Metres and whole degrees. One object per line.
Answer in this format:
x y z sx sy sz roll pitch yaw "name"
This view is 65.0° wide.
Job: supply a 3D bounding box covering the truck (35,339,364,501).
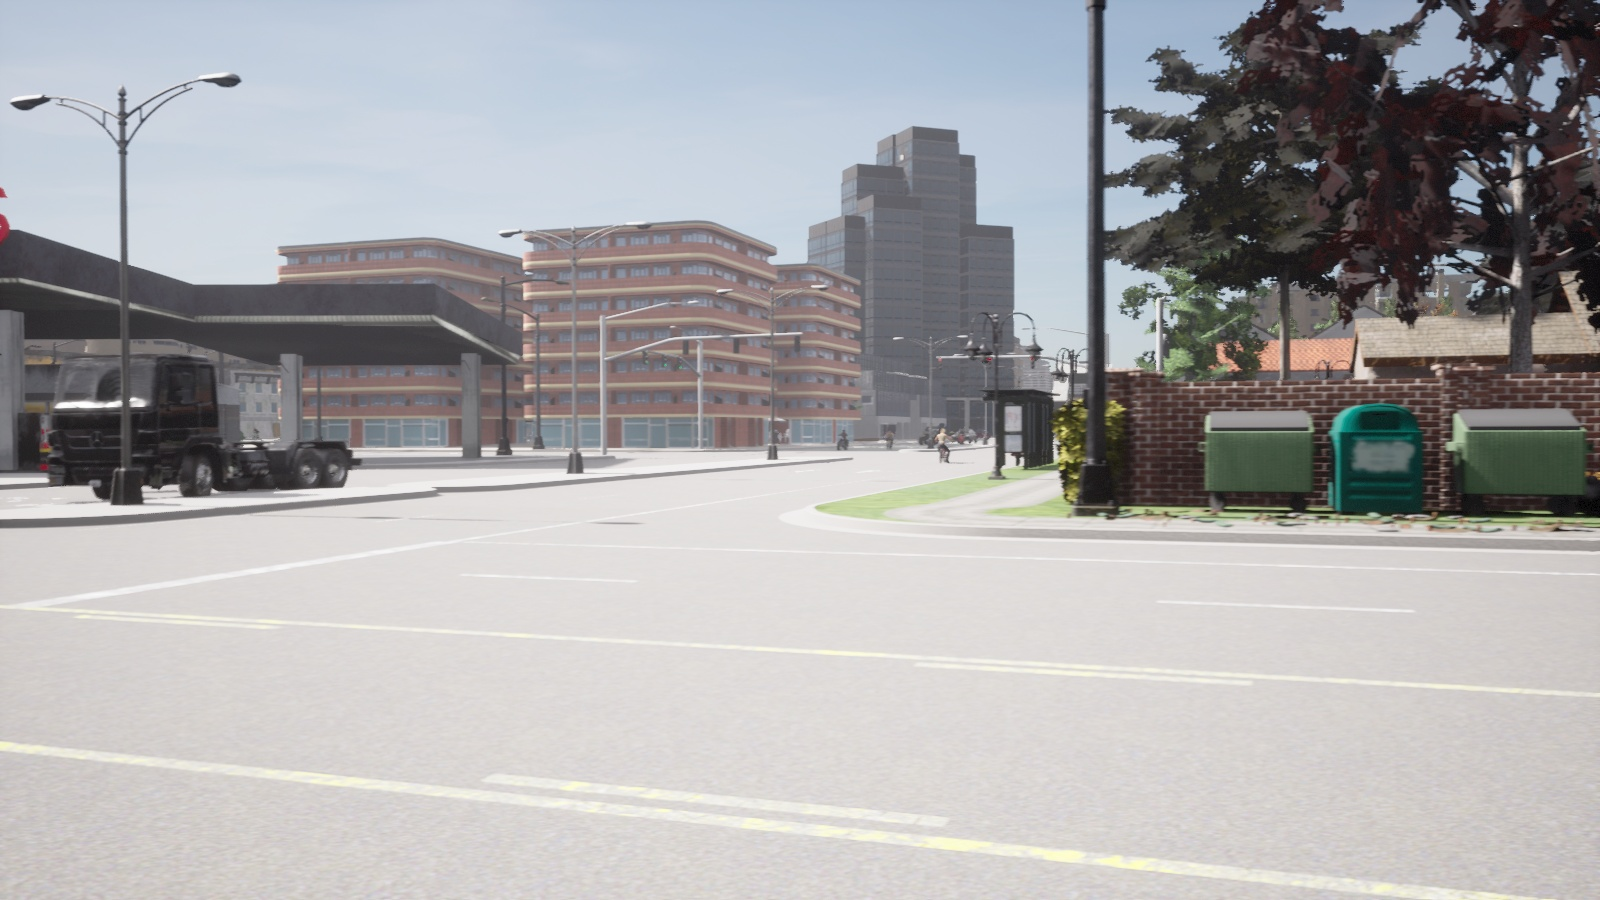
-14.394 -0.707 31.067 2.891 3.462 7.936 0 1 14 "truck"
